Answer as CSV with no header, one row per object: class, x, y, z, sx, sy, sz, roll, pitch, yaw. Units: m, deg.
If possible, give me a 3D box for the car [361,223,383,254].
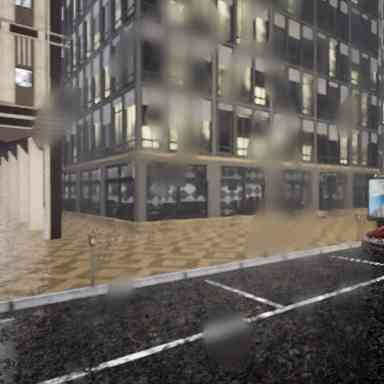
car,7.945,1.564,12.229,4.206,1.307,1.802,0,0,-36
